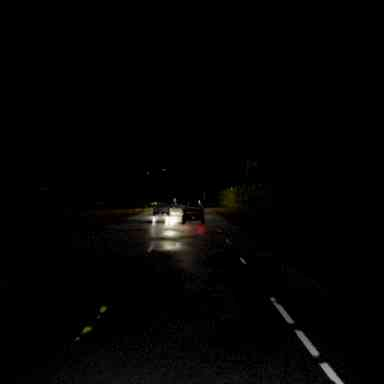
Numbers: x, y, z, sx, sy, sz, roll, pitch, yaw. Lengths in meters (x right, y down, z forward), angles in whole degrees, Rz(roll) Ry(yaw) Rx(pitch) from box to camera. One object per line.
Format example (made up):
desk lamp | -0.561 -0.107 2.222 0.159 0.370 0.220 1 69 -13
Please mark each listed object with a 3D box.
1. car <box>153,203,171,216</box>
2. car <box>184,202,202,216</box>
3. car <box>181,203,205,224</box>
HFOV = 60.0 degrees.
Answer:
car | -3.580 2.071 39.724 1.812 1.442 4.674 0 -1 0
car | 0.105 2.064 41.207 2.128 1.511 4.902 0 -1 0
car | 0.103 1.846 28.294 2.128 1.511 4.902 0 -1 0
